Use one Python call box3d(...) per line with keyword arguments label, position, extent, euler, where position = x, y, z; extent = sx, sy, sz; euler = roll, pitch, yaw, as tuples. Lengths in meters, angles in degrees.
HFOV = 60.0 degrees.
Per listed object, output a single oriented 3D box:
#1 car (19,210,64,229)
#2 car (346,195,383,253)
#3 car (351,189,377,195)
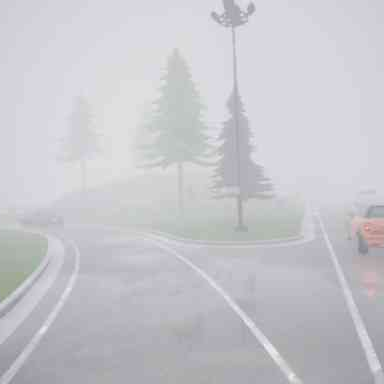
box3d(label="car", position=(-12.212, 2.163, 26.975), extent=(4.181, 1.385, 1.994), euler=(-2, -1, 38))
box3d(label="car", position=(7.103, 1.144, 12.482), extent=(2.097, 1.767, 4.553), euler=(-2, 0, 19))
box3d(label="car", position=(19.691, 0.661, 38.045), extent=(2.150, 2.045, 5.566), euler=(-2, 0, 19))
